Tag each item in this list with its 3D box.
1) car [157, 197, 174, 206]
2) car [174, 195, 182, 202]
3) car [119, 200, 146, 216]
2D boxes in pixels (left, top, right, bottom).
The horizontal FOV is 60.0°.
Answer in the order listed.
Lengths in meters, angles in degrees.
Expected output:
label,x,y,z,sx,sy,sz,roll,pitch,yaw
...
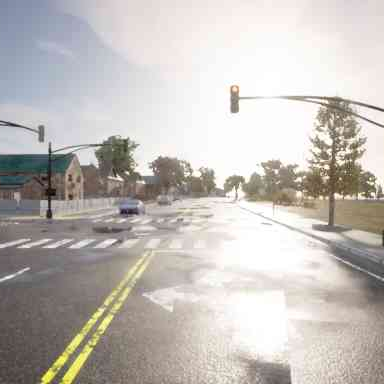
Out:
label,x,y,z,sx,sy,sz,roll,pitch,yaw
car,-4.721,1.588,56.958,1.882,1.535,5.008,0,0,4
car,-3.302,1.538,76.534,1.837,1.490,4.892,0,0,5
car,-5.887,1.537,33.233,1.882,1.535,5.008,0,0,2
